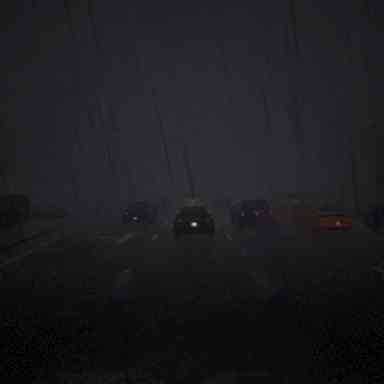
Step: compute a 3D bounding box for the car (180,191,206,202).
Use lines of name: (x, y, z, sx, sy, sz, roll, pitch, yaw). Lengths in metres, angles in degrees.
car: (0.105, 0.996, 36.593, 2.150, 2.045, 5.566, 0, 0, 0)

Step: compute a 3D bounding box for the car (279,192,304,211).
car: (10.605, 0.996, 36.609, 2.150, 2.045, 5.566, 0, 0, 0)

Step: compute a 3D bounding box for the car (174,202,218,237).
car: (0.103, 1.457, 17.366, 1.994, 1.385, 4.181, 0, 0, 0)

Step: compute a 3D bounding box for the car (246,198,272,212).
car: (7.108, 1.380, 35.882, 1.895, 1.301, 4.718, 0, 0, 0)

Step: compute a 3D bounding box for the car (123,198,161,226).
car: (-3.411, 1.388, 22.257, 1.812, 1.442, 4.674, 0, 0, 0)

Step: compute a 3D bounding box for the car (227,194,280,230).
car: (3.603, 1.227, 20.321, 2.097, 1.767, 4.553, 0, 0, 0)

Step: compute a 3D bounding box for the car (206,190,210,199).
car: (3.513, 0.925, 88.728, 1.882, 1.535, 5.008, 0, 0, 0)

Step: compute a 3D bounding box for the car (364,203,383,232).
car: (10.603, 1.122, 16.037, 2.150, 2.045, 5.566, 0, 0, 0)

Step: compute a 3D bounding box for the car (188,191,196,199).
car: (0.013, 0.672, 88.757, 2.150, 2.045, 5.566, 0, 0, 0)

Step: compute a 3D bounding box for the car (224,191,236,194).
car: (10.513, 0.672, 88.756, 2.150, 2.045, 5.566, 0, 0, 0)

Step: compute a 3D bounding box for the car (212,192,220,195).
car: (7.013, 0.998, 89.145, 1.994, 1.385, 4.181, 0, 0, 0)

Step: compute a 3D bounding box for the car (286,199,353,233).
car: (7.103, 1.362, 18.645, 1.882, 1.535, 5.008, 0, 0, 0)

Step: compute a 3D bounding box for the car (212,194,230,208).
car: (3.593, 1.289, 38.482, 1.812, 1.442, 4.674, 0, 0, 0)

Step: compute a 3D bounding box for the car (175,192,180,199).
car: (-3.487, 0.972, 88.730, 2.128, 1.511, 4.902, 0, 0, 0)

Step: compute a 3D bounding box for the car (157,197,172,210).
car: (-3.407, 1.289, 38.457, 1.812, 1.442, 4.674, 0, 0, 0)
